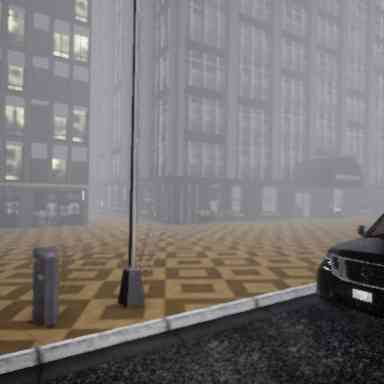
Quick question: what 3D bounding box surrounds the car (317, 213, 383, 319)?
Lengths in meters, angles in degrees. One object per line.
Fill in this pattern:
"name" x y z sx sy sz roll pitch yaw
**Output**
"car" 4.954 1.294 6.725 5.566 2.045 2.150 1 0 -34
